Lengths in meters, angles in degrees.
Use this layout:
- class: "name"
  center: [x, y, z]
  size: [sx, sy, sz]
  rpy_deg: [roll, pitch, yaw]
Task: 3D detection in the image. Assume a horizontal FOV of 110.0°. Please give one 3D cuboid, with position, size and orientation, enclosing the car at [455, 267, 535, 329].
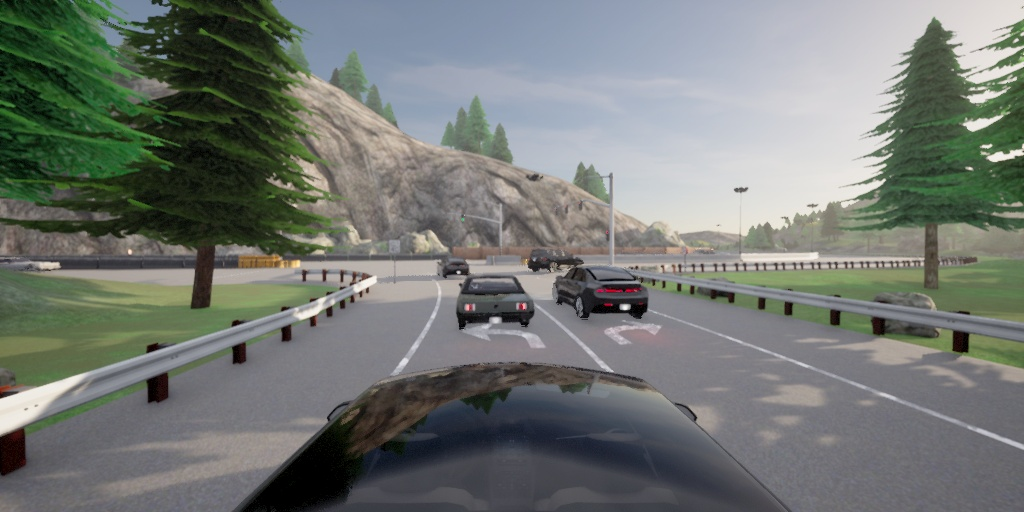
- class: "car"
  center: [-0.633, 1.180, 10.615]
  size: [1.895, 1.301, 4.718]
  rpy_deg: [0, 1, -7]

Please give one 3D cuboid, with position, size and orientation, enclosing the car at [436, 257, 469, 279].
- class: "car"
  center: [-4.393, 0.788, 26.476]
  size: [1.837, 1.490, 4.892]
  rpy_deg: [0, 2, -19]

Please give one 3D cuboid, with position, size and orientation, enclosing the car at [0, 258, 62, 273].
- class: "car"
  center: [-41.397, 0.774, 29.939]
  size: [4.718, 1.301, 1.895]
  rpy_deg: [0, 1, -16]

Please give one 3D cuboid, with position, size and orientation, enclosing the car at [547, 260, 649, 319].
- class: "car"
  center: [2.688, 1.057, 11.841]
  size: [1.837, 1.490, 4.892]
  rpy_deg: [0, 1, -7]

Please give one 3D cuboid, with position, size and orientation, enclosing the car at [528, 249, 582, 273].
- class: "car"
  center: [3.882, 0.399, 31.404]
  size: [5.566, 2.045, 2.150]
  rpy_deg: [-1, 0, -42]
